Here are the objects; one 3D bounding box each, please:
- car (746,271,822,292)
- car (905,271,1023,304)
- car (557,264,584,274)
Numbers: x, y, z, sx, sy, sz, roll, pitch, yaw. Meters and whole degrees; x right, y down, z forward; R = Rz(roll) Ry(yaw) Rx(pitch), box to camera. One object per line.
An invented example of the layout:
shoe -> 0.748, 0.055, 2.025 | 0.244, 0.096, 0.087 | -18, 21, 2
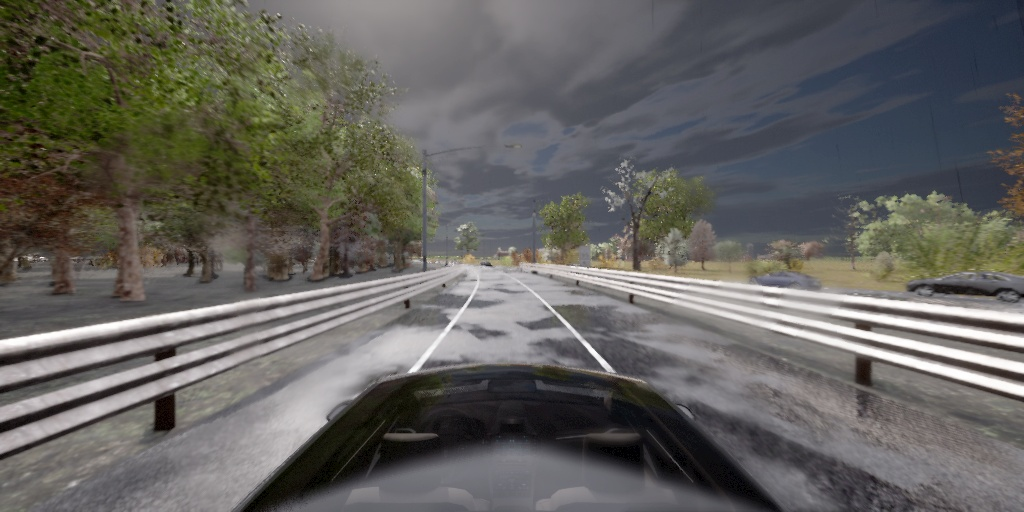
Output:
car -> 18.727, 1.722, 24.869 | 1.994, 1.385, 4.181 | 0, 0, -22
car -> 24.717, 1.574, 19.289 | 2.128, 1.511, 4.902 | 0, 0, -22
car -> 8.352, 1.829, 50.896 | 2.033, 1.411, 5.357 | 0, 0, -22
